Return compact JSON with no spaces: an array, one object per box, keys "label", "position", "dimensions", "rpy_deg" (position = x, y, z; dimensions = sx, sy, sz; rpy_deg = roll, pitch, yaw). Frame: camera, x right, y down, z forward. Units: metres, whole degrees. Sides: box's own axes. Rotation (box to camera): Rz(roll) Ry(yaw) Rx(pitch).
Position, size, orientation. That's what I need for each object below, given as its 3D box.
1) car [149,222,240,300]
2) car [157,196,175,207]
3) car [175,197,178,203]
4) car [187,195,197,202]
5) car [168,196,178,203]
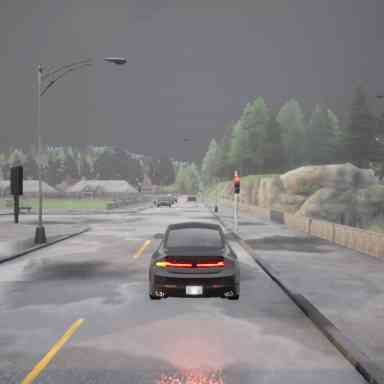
[{"label":"car","position":[0.058,1.505,8.363],"dimensions":[1.837,1.490,4.892],"rpy_deg":[0,0,0]},{"label":"car","position":[-4.109,1.564,49.729],"dimensions":[1.994,1.385,4.181],"rpy_deg":[0,0,0]},{"label":"car","position":[-4.094,1.505,59.744],"dimensions":[1.837,1.490,4.892],"rpy_deg":[0,0,0]},{"label":"car","position":[-0.020,1.324,70.981],"dimensions":[1.882,1.535,5.008],"rpy_deg":[0,0,0]},{"label":"car","position":[-4.019,1.595,69.926],"dimensions":[1.895,1.301,4.718],"rpy_deg":[0,0,0]}]
